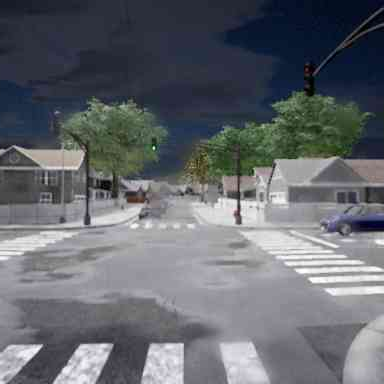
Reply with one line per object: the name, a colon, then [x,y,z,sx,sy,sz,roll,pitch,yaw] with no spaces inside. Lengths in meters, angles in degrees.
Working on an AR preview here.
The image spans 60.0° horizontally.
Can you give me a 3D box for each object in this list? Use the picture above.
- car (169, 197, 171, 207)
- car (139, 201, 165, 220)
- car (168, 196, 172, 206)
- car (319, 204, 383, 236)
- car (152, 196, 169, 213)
car: [-4.672,1.954,50.506,2.128,1.511,4.902,0,0,-3]
car: [-3.824,1.856,31.227,1.994,1.385,4.181,0,-1,-2]
car: [-5.118,1.813,65.280,2.150,2.045,5.566,0,-1,-1]
car: [9.687,1.499,19.008,4.553,1.767,2.097,0,-1,-1]
car: [-4.221,1.724,40.177,2.097,1.767,4.553,0,-1,-2]
